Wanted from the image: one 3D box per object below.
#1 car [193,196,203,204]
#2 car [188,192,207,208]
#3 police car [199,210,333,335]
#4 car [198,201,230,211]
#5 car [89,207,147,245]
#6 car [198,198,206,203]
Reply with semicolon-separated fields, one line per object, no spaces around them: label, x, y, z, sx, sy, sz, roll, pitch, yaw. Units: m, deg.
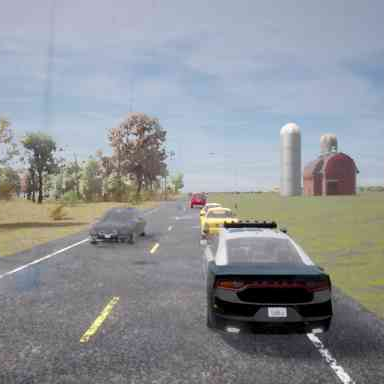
car;1.134;1.483;64.168;1.837;1.490;4.892;0;0;1
car;0.906;1.212;47.273;2.150;2.045;5.566;0;0;0
police car;1.203;1.426;7.095;1.930;1.638;5.238;0;0;1
car;1.376;1.456;17.174;1.801;1.575;5.366;0;0;1
car;-3.302;1.505;15.578;1.837;1.490;4.892;0;0;1
car;1.479;1.455;23.174;1.801;1.575;5.366;0;0;1
